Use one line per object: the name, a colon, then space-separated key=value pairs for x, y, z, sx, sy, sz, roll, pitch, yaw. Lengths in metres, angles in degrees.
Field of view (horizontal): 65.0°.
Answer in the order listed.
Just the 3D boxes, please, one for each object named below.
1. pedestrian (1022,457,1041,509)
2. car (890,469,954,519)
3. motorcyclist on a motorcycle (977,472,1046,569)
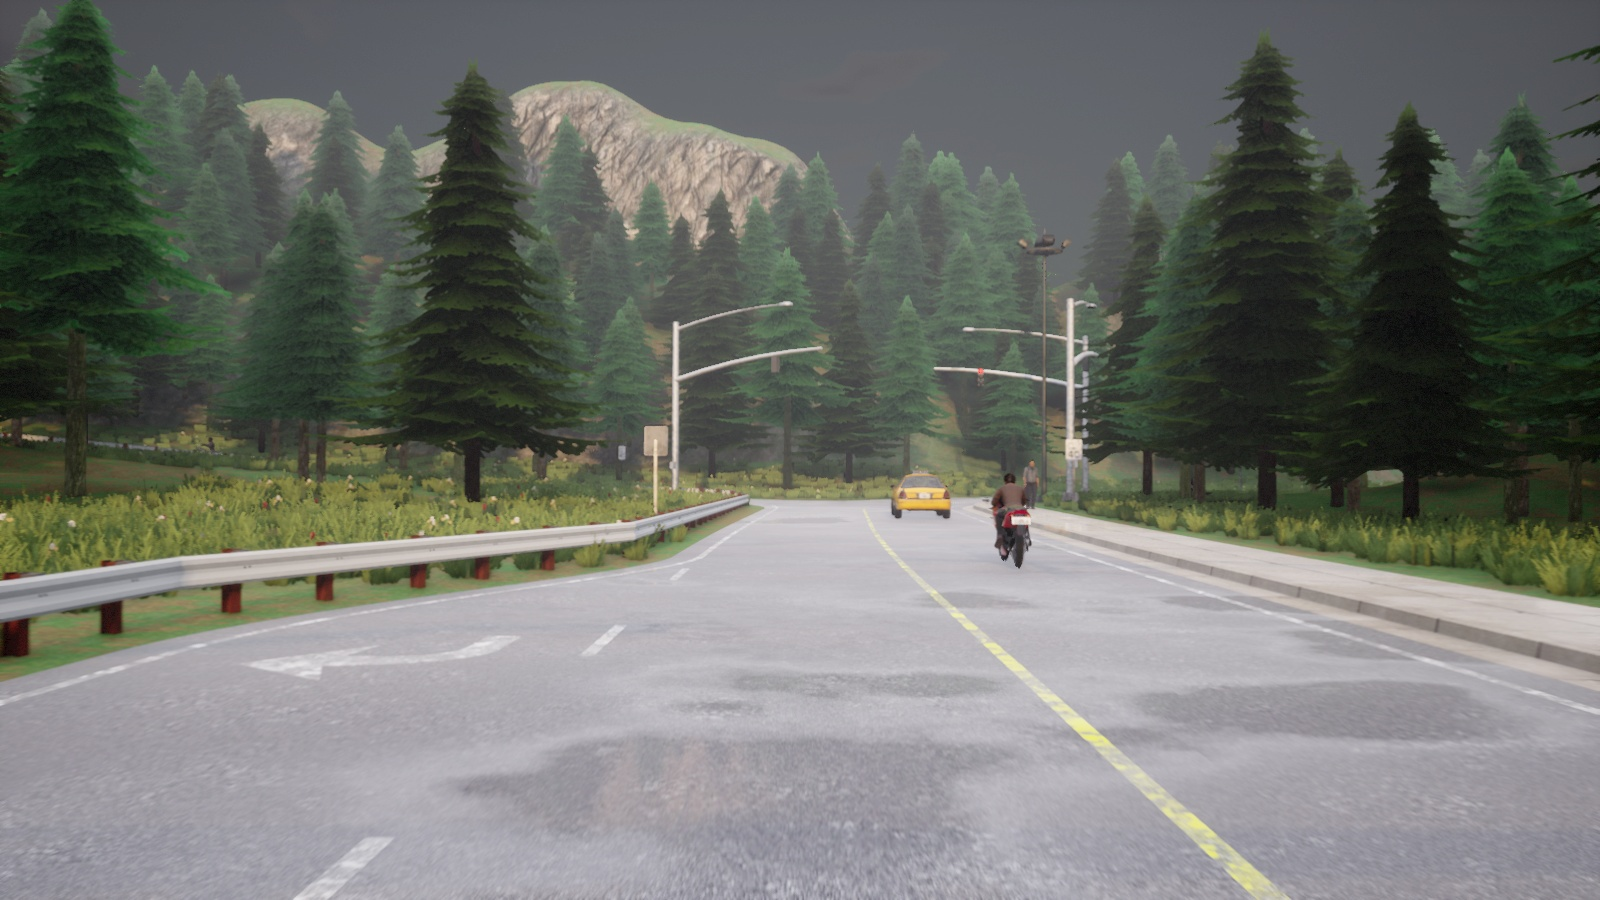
pedestrian: x=8.329 y=1.180 z=45.217 sx=0.540 sy=1.848 sz=0.694 roll=0 pitch=-1 yaw=-1
car: x=4.012 y=1.420 z=41.927 sx=1.801 sy=1.575 sz=5.366 roll=0 pitch=-1 yaw=2
motorcyclist on a motorcycle: x=3.475 y=1.121 z=20.778 sx=0.797 sy=1.523 sz=2.044 roll=0 pitch=-1 yaw=0
